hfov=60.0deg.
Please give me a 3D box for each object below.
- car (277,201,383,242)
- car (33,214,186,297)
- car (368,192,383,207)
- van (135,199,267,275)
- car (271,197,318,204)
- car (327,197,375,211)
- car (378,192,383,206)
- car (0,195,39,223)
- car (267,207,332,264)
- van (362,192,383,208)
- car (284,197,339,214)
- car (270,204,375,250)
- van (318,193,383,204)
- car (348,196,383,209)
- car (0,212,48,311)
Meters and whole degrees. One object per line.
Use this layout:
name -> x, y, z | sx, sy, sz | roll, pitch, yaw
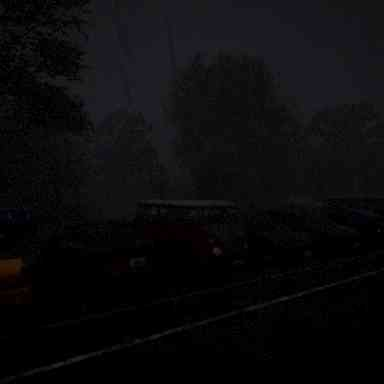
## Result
car -> 6.672, 1.415, 15.251 | 2.097, 1.535, 5.008 | 0, 0, -36
car -> -2.468, 1.488, 8.755 | 2.163, 1.488, 4.792 | 0, 0, -36
car -> 28.201, 1.029, 46.774 | 2.435, 2.045, 5.566 | 0, 0, -36
van -> -0.104, 1.222, 10.267 | 1.878, 1.987, 4.442 | 0, 0, -36
car -> 10.154, 1.366, 33.836 | 2.231, 1.521, 4.892 | 0, 0, -36
car -> 19.205, 1.352, 40.269 | 2.163, 1.488, 4.792 | 0, 0, -36
car -> 30.493, 1.013, 48.343 | 2.435, 2.045, 5.566 | 0, 0, -36
car -> -10.342, 1.209, 19.133 | 2.435, 2.045, 5.566 | 0, 0, -36
car -> 2.126, 1.466, 11.970 | 2.163, 1.488, 4.792 | 0, 0, -36
van -> 25.892, 1.065, 45.230 | 1.878, 1.987, 4.442 | 0, 0, -36
car -> 12.523, 1.351, 35.296 | 1.946, 1.575, 5.366 | 0, 0, -36
car -> 4.406, 1.456, 13.600 | 2.163, 1.488, 4.792 | 0, 0, -36
van -> 9.016, 1.179, 16.791 | 1.878, 1.987, 4.442 | 0, 0, -36
car -> 23.595, 1.299, 43.673 | 1.946, 1.575, 5.366 | 0, 0, -36
car -> -4.839, 1.466, 7.251 | 1.946, 1.575, 5.366 | 0, 0, -36
